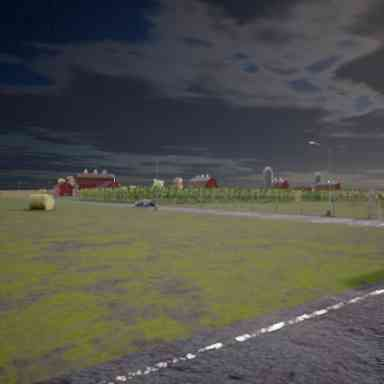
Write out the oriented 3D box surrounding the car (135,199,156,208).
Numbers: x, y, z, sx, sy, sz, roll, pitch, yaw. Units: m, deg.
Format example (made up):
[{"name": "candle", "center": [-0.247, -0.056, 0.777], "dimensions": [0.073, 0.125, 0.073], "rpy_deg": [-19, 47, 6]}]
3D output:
[{"name": "car", "center": [-7.982, 1.908, 56.851], "dimensions": [2.033, 1.411, 5.357], "rpy_deg": [0, 0, -35]}]
